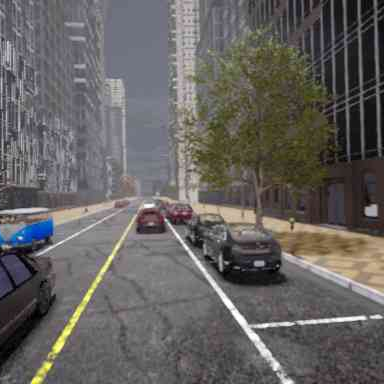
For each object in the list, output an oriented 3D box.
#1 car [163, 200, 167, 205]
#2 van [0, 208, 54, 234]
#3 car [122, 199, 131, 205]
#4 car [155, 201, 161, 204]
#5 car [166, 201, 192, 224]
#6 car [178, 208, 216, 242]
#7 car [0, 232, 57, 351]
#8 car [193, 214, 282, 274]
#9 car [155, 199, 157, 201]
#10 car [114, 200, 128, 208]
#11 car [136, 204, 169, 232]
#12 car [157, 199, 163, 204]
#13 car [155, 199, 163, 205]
[{"bbox_3d":[-1.567,1.782,33.250,1.967,1.590,4.097,-1,-1,-8],"label":"car"},{"bbox_3d":[-7.625,1.659,15.222,1.690,1.788,3.998,-1,-1,-8],"label":"van"},{"bbox_3d":[-17.372,2.696,88.576,1.947,1.339,4.313,-1,0,-8],"label":"car"},{"bbox_3d":[-5.002,2.072,39.350,1.895,1.301,4.718,-1,0,-7],"label":"car"},{"bbox_3d":[-0.817,1.717,27.608,1.967,1.590,4.097,-1,-1,-8],"label":"car"},{"bbox_3d":[0.685,1.694,16.322,2.008,1.369,4.403,-1,-1,-8],"label":"car"},{"bbox_3d":[-3.546,1.677,4.954,2.033,1.411,5.357,-1,-1,-8],"label":"car"},{"bbox_3d":[1.435,1.625,10.680,2.008,1.369,4.403,-1,-1,-8],"label":"car"},{"bbox_3d":[-6.815,2.346,72.747,1.947,1.339,4.313,-1,0,-8],"label":"car"},{"bbox_3d":[-14.371,2.440,66.005,1.887,1.381,4.507,-1,0,-8],"label":"car"},{"bbox_3d":[-2.809,1.803,22.667,1.812,1.442,4.674,-1,0,-8],"label":"car"},{"bbox_3d":[-4.565,2.144,55.820,1.887,1.381,4.507,-1,0,-8],"label":"car"},{"bbox_3d":[-8.315,2.464,84.031,1.947,1.339,4.313,-1,0,-8],"label":"car"}]
